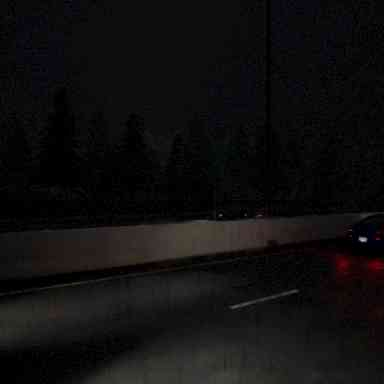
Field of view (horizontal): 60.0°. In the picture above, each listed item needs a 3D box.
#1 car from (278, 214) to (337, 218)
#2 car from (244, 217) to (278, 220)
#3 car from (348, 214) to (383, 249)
[{"bbox_3d":[8.241,1.747,22.781,4.181,1.385,1.994,1,0,-36],"label":"car"},{"bbox_3d":[6.090,1.708,25.547,4.674,1.442,1.812,1,0,-36],"label":"car"},{"bbox_3d":[8.407,1.663,14.064,4.674,1.442,1.812,1,0,-36],"label":"car"}]
